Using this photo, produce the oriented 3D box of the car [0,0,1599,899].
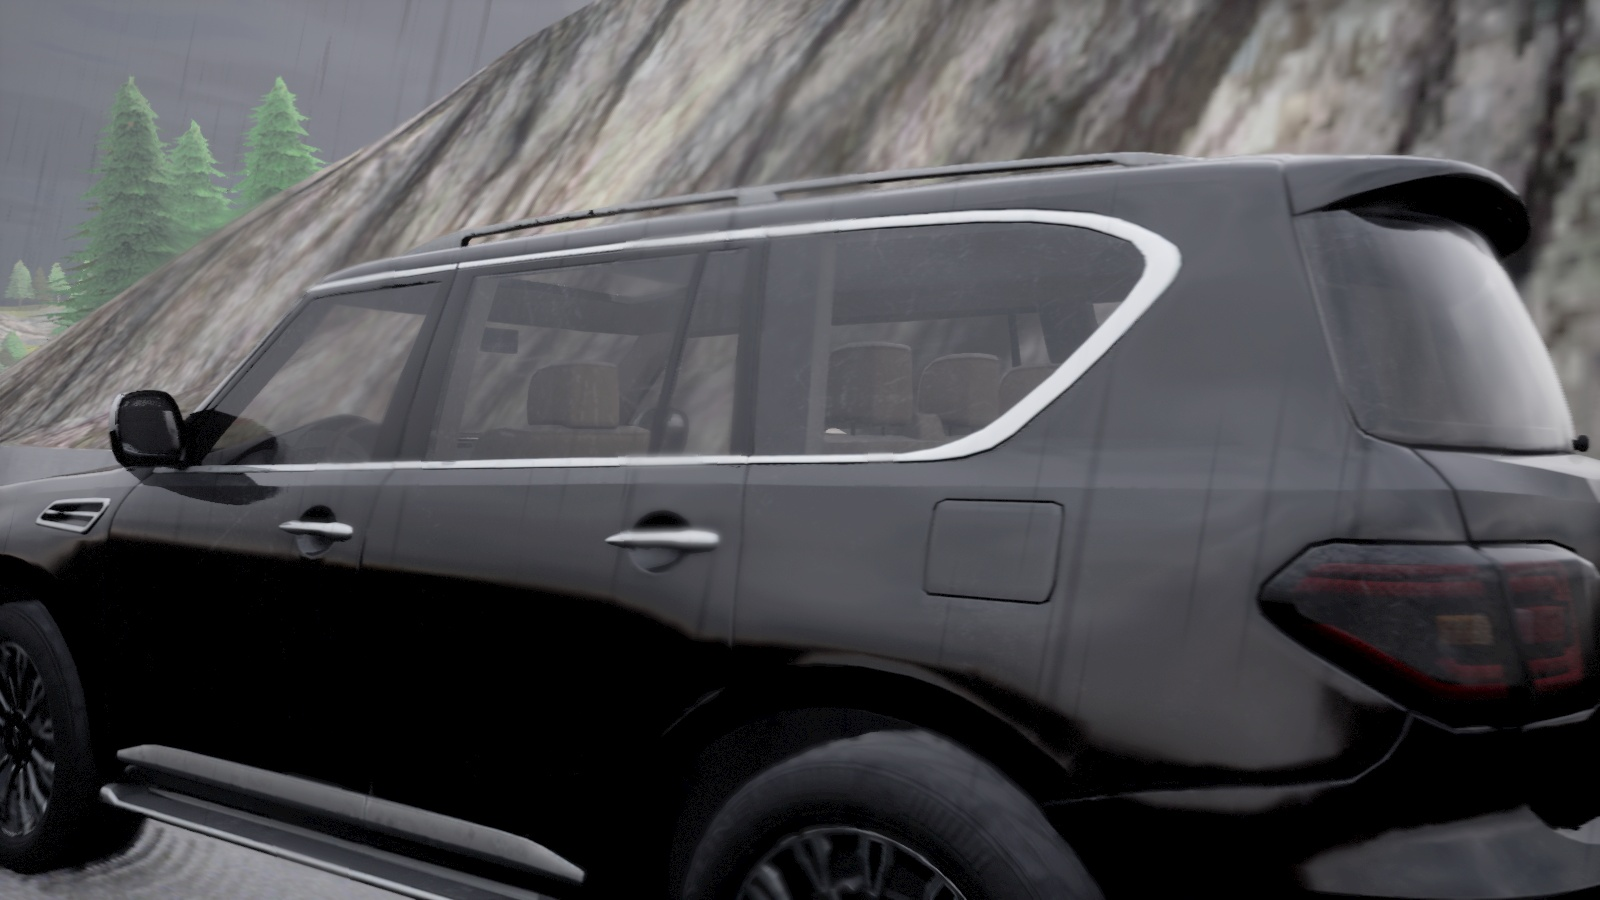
[{"bbox_3d":[-0.514,0.408,3.970,5.566,2.045,2.150,0,1,34],"label":"car"}]
